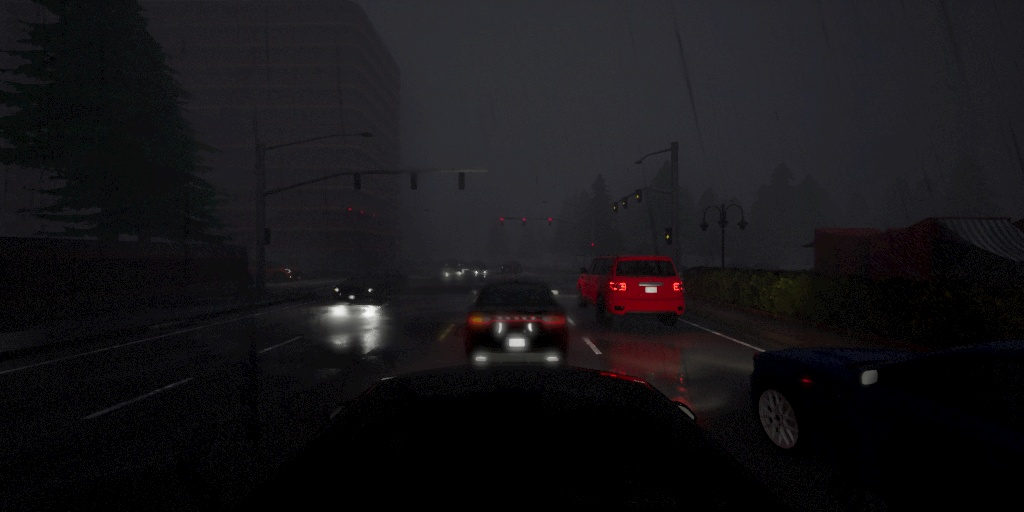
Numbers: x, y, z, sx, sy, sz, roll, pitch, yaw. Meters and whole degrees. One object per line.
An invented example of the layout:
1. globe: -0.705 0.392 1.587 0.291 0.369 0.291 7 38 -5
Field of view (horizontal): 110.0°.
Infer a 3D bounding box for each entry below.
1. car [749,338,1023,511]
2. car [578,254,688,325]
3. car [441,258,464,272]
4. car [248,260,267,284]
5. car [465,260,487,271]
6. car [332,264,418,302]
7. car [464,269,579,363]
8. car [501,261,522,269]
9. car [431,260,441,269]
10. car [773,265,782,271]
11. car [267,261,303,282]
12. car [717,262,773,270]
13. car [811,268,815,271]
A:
1. car: 3.599 1.228 2.023 1.882 1.535 5.008 0 0 0
2. car: 3.642 0.971 12.000 2.150 2.045 5.566 0 0 1
3. car: -7.782 1.102 46.896 2.097 1.767 4.553 0 0 -13
4. car: -20.480 1.283 25.141 5.008 1.535 1.882 0 0 1
5. car: -4.872 1.314 50.482 1.994 1.385 4.181 0 0 -18
6. car: -6.473 1.299 17.309 2.033 1.411 5.357 0 0 1
7. car: 0.098 1.228 8.186 1.882 1.535 5.008 0 0 0
8. car: -0.053 1.288 40.072 1.812 1.442 4.674 1 1 11
9. car: -10.559 1.297 55.952 2.033 1.411 5.357 0 0 -26
10. car: 23.971 1.331 35.265 4.674 1.442 1.812 0 0 1
11. car: -19.267 1.158 28.653 4.553 1.767 2.097 0 0 0
12. car: 19.521 1.353 31.837 5.357 1.411 2.033 0 0 1
13. car: 29.126 1.296 31.713 4.902 1.511 2.128 0 0 1
